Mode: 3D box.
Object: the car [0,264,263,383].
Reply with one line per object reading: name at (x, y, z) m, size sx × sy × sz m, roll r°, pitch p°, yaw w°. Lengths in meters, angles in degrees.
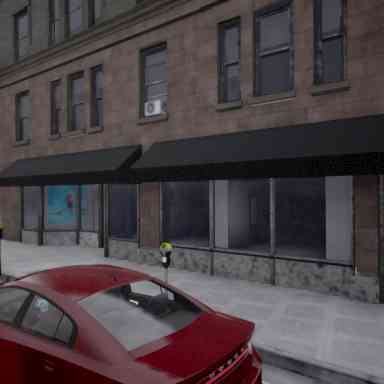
car at (-1.444, 1.545, 3.875) m, size 4.507 × 1.381 × 1.887 m, roll 0°, pitch 0°, yaw 35°
